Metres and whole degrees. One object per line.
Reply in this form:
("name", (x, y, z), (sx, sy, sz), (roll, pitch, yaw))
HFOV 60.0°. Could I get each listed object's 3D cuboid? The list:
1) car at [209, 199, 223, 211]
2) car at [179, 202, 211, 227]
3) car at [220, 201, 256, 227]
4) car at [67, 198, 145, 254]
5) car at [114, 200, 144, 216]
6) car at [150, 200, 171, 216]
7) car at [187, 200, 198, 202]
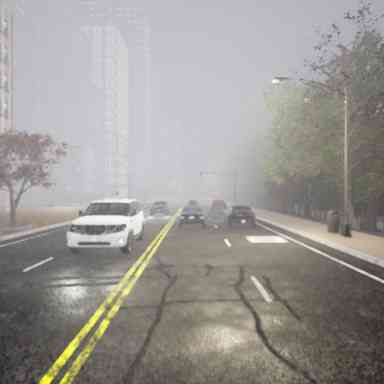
("car", (3.338, 1.674, 43.473), (1.882, 1.535, 5.008), (0, 0, 0))
("car", (0.028, 1.651, 23.365), (2.033, 1.411, 5.357), (0, 0, 1))
("car", (3.278, 1.610, 23.469), (1.837, 1.490, 4.892), (0, 0, 1))
("car", (-3.336, 1.285, 14.086), (2.150, 2.045, 5.566), (0, 0, 0))
("car", (-6.521, 1.649, 34.968), (2.128, 1.511, 4.902), (0, 0, 0))
("car", (-3.271, 1.664, 34.965), (1.837, 1.490, 4.892), (0, -1, 0))
("car", (0.087, 1.720, 43.043), (1.812, 1.442, 4.674), (0, 0, 0))
